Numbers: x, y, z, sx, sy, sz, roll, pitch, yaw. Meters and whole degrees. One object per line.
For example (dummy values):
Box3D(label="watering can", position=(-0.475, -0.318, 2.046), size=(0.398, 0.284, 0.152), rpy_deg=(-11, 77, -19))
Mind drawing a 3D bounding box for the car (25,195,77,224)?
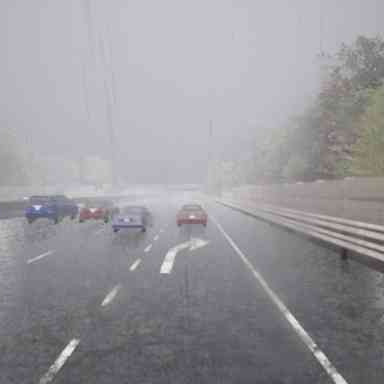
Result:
Box3D(label="car", position=(-10.384, 1.206, 25.047), size=(2.150, 2.045, 5.566), rpy_deg=(0, 0, 0))

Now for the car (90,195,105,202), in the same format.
Box3D(label="car", position=(-20.958, 1.462, 74.004), size=(2.128, 1.511, 4.902), rpy_deg=(0, 0, 0))

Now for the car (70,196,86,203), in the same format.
Box3D(label="car", position=(-24.460, 1.560, 71.370), size=(1.994, 1.385, 4.181), rpy_deg=(0, 0, 0))

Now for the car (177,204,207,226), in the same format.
Box3D(label="car", position=(0.013, 1.548, 23.126), size=(1.994, 1.385, 4.181), rpy_deg=(0, 0, 0))

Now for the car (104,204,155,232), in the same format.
Box3D(label="car", position=(-3.390, 1.532, 19.842), size=(2.033, 1.411, 5.357), rpy_deg=(0, 0, 0))

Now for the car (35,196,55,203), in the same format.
Box3D(label="car", position=(-31.460, 1.547, 71.374), size=(2.033, 1.411, 5.357), rpy_deg=(0, 0, 0))

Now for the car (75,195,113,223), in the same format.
Box3D(label="car", position=(-6.886, 1.336, 25.246), size=(2.097, 1.767, 4.553), rpy_deg=(0, 0, 0))

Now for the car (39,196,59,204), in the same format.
Box3D(label="car", position=(-27.963, 1.515, 65.060), size=(1.837, 1.490, 4.892), rpy_deg=(0, 0, 0))
